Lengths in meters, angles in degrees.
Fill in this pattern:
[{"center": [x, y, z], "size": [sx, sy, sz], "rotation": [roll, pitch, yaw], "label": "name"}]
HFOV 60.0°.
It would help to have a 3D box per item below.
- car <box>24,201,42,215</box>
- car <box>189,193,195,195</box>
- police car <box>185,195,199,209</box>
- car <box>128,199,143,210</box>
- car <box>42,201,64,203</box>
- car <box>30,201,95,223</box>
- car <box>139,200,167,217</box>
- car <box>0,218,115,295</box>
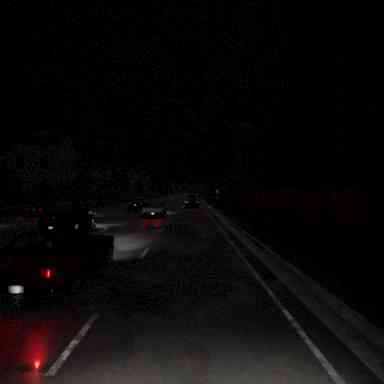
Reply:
[{"center": [-13.318, 1.548, 30.854], "size": [2.033, 1.411, 5.357], "rotation": [0, 0, 4], "label": "car"}, {"center": [-0.015, 1.121, 85.924], "size": [2.163, 1.488, 4.792], "rotation": [0, 0, 0], "label": "car"}, {"center": [0.022, 1.515, 46.379], "size": [2.038, 1.542, 4.974], "rotation": [0, 0, 1], "label": "police car"}, {"center": [-6.908, 1.564, 42.509], "size": [1.994, 1.385, 4.181], "rotation": [0, 0, 0], "label": "car"}, {"center": [-10.407, 1.478, 28.140], "size": [1.882, 1.535, 5.008], "rotation": [0, 0, 0], "label": "car"}, {"center": [-6.902, 1.505, 18.777], "size": [1.837, 1.490, 4.892], "rotation": [0, 0, 0], "label": "car"}, {"center": [-3.406, 1.601, 31.101], "size": [1.895, 1.301, 4.718], "rotation": [0, 0, 0], "label": "car"}, {"center": [-3.402, 1.601, 8.665], "size": [1.895, 1.301, 4.718], "rotation": [0, 0, 0], "label": "car"}]
